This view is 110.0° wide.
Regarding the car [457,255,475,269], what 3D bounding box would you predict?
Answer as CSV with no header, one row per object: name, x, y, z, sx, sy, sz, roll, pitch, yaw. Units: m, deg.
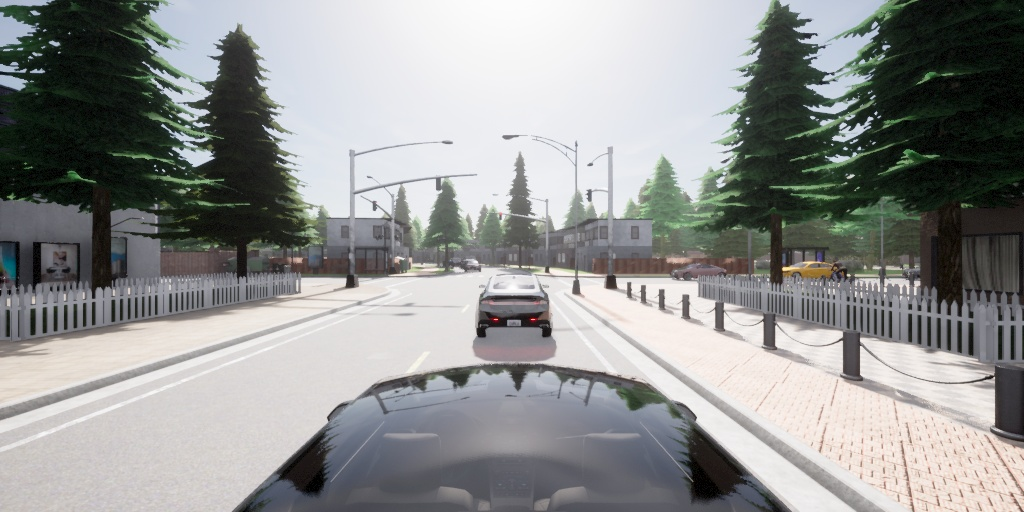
car,-6.543,0.937,54.496,2.150,2.045,5.566,0,0,-15

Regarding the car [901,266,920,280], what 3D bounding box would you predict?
car,34.549,1.239,28.939,4.892,1.490,1.837,0,0,2

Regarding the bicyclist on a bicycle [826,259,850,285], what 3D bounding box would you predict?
bicyclist on a bicycle,19.887,1.035,21.898,0.582,1.620,1.656,0,0,2

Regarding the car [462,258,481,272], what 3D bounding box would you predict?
car,-4.940,1.279,45.332,1.994,1.385,4.181,0,0,-7

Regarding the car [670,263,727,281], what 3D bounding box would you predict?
car,15.297,1.299,29.516,4.181,1.385,1.994,0,0,2

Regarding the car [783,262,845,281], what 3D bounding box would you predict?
car,24.177,1.212,29.261,5.008,1.535,1.882,0,0,2

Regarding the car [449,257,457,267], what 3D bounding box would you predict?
car,-9.919,1.067,64.064,2.097,1.767,4.553,0,0,-24

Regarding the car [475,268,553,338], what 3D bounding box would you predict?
car,0.057,1.242,10.213,2.128,1.511,4.902,0,0,0
